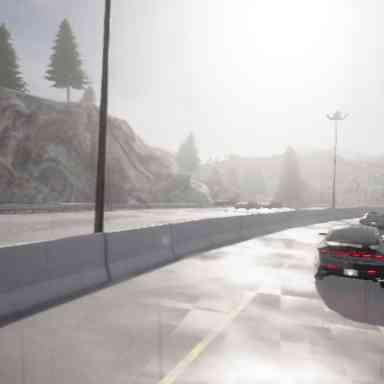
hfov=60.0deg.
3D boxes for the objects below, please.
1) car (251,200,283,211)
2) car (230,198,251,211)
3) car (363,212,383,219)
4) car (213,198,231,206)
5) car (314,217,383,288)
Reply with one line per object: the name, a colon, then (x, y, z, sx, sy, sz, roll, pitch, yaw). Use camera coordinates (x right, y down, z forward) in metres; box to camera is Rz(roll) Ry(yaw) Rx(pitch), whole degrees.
car: (10.353, 1.702, 43.874, 2.033, 1.411, 5.357, 2, 0, 40)
car: (7.649, 1.804, 46.103, 1.994, 1.385, 4.181, 2, 0, 40)
car: (13.809, 2.192, 24.899, 1.994, 1.385, 4.181, 2, 0, 34)
car: (4.962, 1.477, 48.333, 1.882, 1.535, 5.008, 2, 0, 40)
car: (4.927, 1.733, 10.151, 1.837, 1.490, 4.892, 2, 0, 27)
